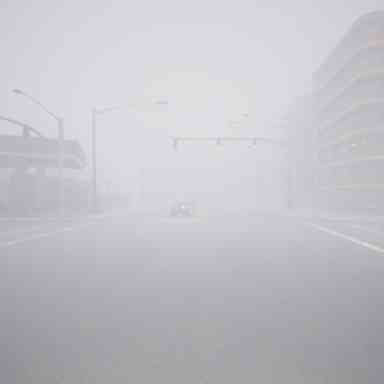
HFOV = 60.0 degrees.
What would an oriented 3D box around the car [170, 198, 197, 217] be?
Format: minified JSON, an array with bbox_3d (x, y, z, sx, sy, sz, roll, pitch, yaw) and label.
[{"bbox_3d":[-0.901,1.561,31.400,2.033,1.411,5.357,0,0,3],"label":"car"}]

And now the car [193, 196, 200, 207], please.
[{"bbox_3d":[-0.373,1.518,41.261,1.837,1.490,4.892,0,0,3],"label":"car"}]

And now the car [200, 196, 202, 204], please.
[{"bbox_3d":[0.205,1.576,51.247,1.994,1.385,4.181,0,0,4],"label":"car"}]

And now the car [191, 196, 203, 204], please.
[{"bbox_3d":[0.978,1.504,63.684,2.128,1.511,4.902,0,0,3],"label":"car"}]

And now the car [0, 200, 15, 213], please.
[{"bbox_3d":[-21.511,1.589,36.784,3.806,1.475,1.970,0,0,5],"label":"car"}]
